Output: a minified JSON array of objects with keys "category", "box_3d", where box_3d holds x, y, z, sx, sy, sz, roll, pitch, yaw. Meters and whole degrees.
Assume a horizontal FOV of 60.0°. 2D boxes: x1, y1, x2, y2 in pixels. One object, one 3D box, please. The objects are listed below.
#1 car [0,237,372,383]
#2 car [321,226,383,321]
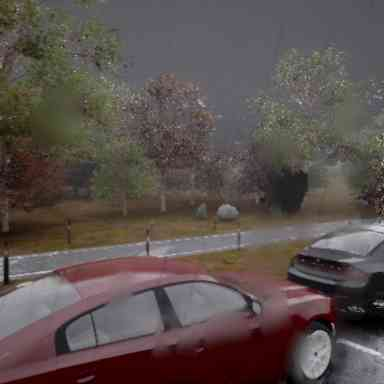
[{"category":"car","box_3d":[-0.396,1.503,3.771,5.008,1.535,2.097,-1,0,-33]},{"category":"car","box_3d":[4.127,1.467,6.997,4.892,1.521,2.231,0,0,-33]}]
